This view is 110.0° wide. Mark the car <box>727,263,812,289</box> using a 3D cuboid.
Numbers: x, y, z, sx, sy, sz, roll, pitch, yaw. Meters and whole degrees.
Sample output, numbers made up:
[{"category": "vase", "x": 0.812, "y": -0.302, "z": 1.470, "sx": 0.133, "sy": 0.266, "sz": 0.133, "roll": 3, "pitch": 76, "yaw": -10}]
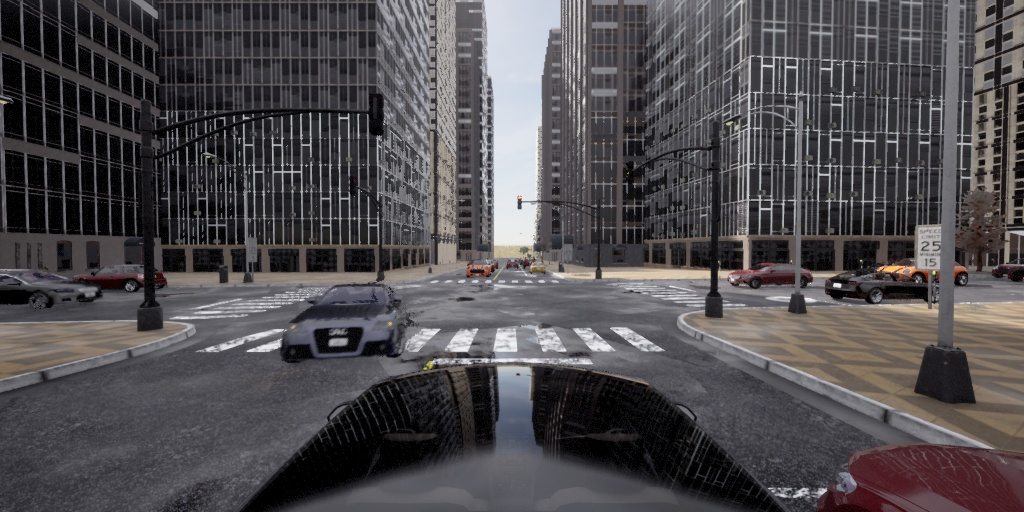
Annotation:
[{"category": "car", "x": 15.392, "y": 1.135, "z": 21.437, "sx": 4.674, "sy": 1.442, "sz": 1.812, "roll": 0, "pitch": 1, "yaw": -5}]

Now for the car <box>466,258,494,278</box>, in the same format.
[{"category": "car", "x": -3.112, "y": 1.085, "z": 34.279, "sx": 2.097, "sy": 1.767, "sz": 4.553, "roll": 0, "pitch": 0, "yaw": 0}]

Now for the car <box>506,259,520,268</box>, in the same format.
[{"category": "car", "x": 0.076, "y": 1.236, "z": 57.962, "sx": 1.812, "sy": 1.442, "sz": 4.674, "roll": 0, "pitch": 0, "yaw": 0}]

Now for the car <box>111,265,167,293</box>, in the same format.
[{"category": "car", "x": -22.579, "y": 1.216, "z": 20.528, "sx": 4.097, "sy": 1.591, "sz": 1.967, "roll": 0, "pitch": 0, "yaw": -5}]

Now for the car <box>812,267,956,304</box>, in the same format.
[{"category": "car", "x": 16.124, "y": 1.293, "z": 15.693, "sx": 4.313, "sy": 1.339, "sz": 1.948, "roll": 0, "pitch": 0, "yaw": -5}]

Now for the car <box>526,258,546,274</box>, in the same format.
[{"category": "car", "x": 2.805, "y": 1.254, "z": 39.933, "sx": 1.751, "sy": 1.417, "sz": 4.829, "roll": 0, "pitch": 0, "yaw": 0}]

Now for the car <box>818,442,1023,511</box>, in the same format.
[{"category": "car", "x": 2.692, "y": 1.333, "z": 0.395, "sx": 1.802, "sy": 1.307, "sz": 4.207, "roll": 0, "pitch": 0, "yaw": 0}]

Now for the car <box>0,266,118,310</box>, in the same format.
[{"category": "car", "x": -20.258, "y": 1.377, "z": 14.906, "sx": 4.902, "sy": 1.511, "sz": 2.128, "roll": 0, "pitch": 1, "yaw": -5}]

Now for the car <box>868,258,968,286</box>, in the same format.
[{"category": "car", "x": 25.339, "y": 0.904, "z": 22.347, "sx": 4.553, "sy": 1.767, "sz": 2.097, "roll": 0, "pitch": 1, "yaw": -5}]

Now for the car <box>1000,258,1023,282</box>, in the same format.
[{"category": "car", "x": 35.348, "y": 0.845, "z": 23.267, "sx": 4.553, "sy": 1.767, "sz": 2.097, "roll": 0, "pitch": 1, "yaw": -5}]

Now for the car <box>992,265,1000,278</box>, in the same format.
[{"category": "car", "x": 37.693, "y": 0.864, "z": 26.110, "sx": 4.097, "sy": 1.591, "sz": 1.967, "roll": 0, "pitch": 0, "yaw": -5}]

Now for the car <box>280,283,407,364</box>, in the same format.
[{"category": "car", "x": -3.454, "y": 1.319, "z": 8.120, "sx": 1.994, "sy": 1.385, "sz": 4.181, "roll": 0, "pitch": -1, "yaw": -14}]

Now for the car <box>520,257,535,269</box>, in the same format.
[{"category": "car", "x": 2.709, "y": 1.028, "z": 55.015, "sx": 2.192, "sy": 1.841, "sz": 5.009, "roll": 0, "pitch": 0, "yaw": 0}]

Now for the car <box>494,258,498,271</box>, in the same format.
[{"category": "car", "x": -3.116, "y": 1.203, "z": 44.214, "sx": 1.882, "sy": 1.535, "sz": 5.008, "roll": 0, "pitch": 0, "yaw": 0}]
